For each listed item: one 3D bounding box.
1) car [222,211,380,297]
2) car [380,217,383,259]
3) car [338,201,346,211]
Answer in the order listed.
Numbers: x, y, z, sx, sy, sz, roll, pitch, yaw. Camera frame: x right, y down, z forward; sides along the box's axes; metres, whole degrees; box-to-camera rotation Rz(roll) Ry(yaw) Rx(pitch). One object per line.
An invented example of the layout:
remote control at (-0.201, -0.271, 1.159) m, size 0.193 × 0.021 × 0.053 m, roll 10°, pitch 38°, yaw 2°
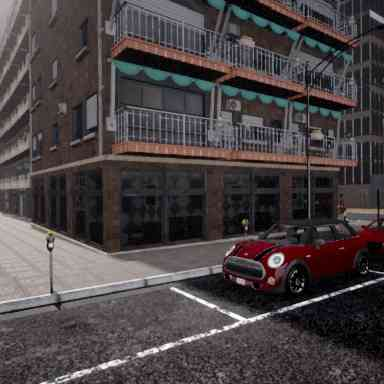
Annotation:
car at (2.692, 1.440, 8.484) m, size 4.097 × 1.590 × 1.967 m, roll 0°, pitch -1°, yaw -35°
car at (7.192, 1.545, 11.687) m, size 4.507 × 1.381 × 1.887 m, roll 0°, pitch -1°, yaw -35°
car at (16.470, 1.753, 40.571) m, size 1.967 × 1.590 × 4.097 m, roll -2°, pitch 0°, yaw -36°
